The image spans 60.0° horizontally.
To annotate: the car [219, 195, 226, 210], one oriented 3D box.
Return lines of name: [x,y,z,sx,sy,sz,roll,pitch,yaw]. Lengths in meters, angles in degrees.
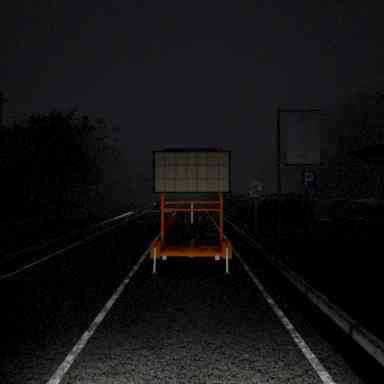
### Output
car: [5.635,1.335,34.485,5.008,1.535,2.097,0,0,0]

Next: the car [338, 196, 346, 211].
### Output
car: [18.711,1.334,35.291,4.892,1.521,2.231,0,0,0]

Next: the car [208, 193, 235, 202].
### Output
car: [5.531,1.055,62.526,4.892,1.521,2.231,0,1,0]

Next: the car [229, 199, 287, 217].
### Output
car: [5.664,1.404,28.878,4.674,1.452,2.002,0,0,0]

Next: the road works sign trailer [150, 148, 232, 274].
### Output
road works sign trailer: [0.002,0.435,10.495,2.380,3.560,2.880,0,0,2]

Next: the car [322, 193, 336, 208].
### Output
car: [18.881,1.294,40.847,5.366,1.575,1.946,0,0,0]

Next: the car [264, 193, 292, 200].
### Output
car: [18.399,0.938,71.380,5.366,1.575,1.946,0,1,0]

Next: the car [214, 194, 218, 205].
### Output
car: [5.639,1.312,42.897,4.792,1.488,2.163,0,0,0]

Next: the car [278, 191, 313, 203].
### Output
car: [18.654,0.833,60.276,5.566,2.045,2.435,0,1,0]

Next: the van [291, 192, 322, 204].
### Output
van: [18.762,0.930,54.726,4.442,1.987,1.878,0,1,0]

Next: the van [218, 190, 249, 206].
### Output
van: [5.513,1.094,37.290,4.442,1.987,1.878,0,0,0]

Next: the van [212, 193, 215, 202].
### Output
van: [5.695,0.972,51.312,4.442,1.987,1.878,0,1,0]

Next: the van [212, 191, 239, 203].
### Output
van: [5.674,0.900,56.917,4.442,1.987,1.878,0,1,0]

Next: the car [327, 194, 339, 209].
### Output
car: [18.701,1.316,38.069,5.008,1.535,2.097,0,0,0]

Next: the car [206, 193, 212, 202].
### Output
car: [5.540,0.911,54.112,5.566,2.045,2.435,0,1,0]

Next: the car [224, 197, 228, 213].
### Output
car: [5.486,1.375,26.074,5.366,1.575,1.946,0,0,0]

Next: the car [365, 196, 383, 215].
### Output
car: [18.743,1.360,29.741,5.008,1.535,2.097,0,0,0]

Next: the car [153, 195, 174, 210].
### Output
car: [-3.440,1.400,38.811,1.895,1.301,4.718,0,0,0]

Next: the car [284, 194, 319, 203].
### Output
car: [18.821,1.117,57.504,5.366,1.575,1.946,0,1,0]

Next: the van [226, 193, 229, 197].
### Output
van: [5.767,1.124,31.681,4.442,1.987,1.878,0,0,0]

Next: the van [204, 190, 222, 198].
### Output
van: [5.338,0.540,84.946,4.442,1.987,1.878,0,1,0]

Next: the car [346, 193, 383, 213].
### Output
car: [18.699,1.095,32.515,5.566,2.045,2.435,0,0,0]

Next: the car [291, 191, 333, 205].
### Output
car: [18.684,0.940,51.949,5.566,2.045,2.435,0,1,0]

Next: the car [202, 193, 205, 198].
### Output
car: [5.477,0.694,70.931,5.566,2.045,2.435,0,1,0]

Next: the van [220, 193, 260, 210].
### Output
van: [5.736,1.075,40.092,4.442,1.987,1.878,0,0,0]

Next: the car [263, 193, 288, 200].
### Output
car: [18.580,0.907,74.157,4.892,1.521,2.231,0,1,0]

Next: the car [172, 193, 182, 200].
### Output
car: [-3.424,0.635,75.226,2.150,2.045,5.566,0,1,0]

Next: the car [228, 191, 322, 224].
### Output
car: [5.653,1.140,23.270,5.566,2.045,2.435,0,0,0]

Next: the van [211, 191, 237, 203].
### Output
van: [5.664,0.864,59.720,4.442,1.987,1.878,0,1,0]

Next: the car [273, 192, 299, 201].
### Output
car: [18.636,0.887,65.829,4.553,1.767,2.185,0,1,0]

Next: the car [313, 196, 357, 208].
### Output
car: [18.657,1.308,43.618,4.792,1.488,2.163,0,1,0]

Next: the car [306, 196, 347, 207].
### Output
car: [18.705,1.280,46.401,4.792,1.488,2.163,0,1,0]

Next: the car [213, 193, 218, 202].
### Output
car: [5.596,1.297,45.704,4.674,1.452,2.002,0,1,0]
